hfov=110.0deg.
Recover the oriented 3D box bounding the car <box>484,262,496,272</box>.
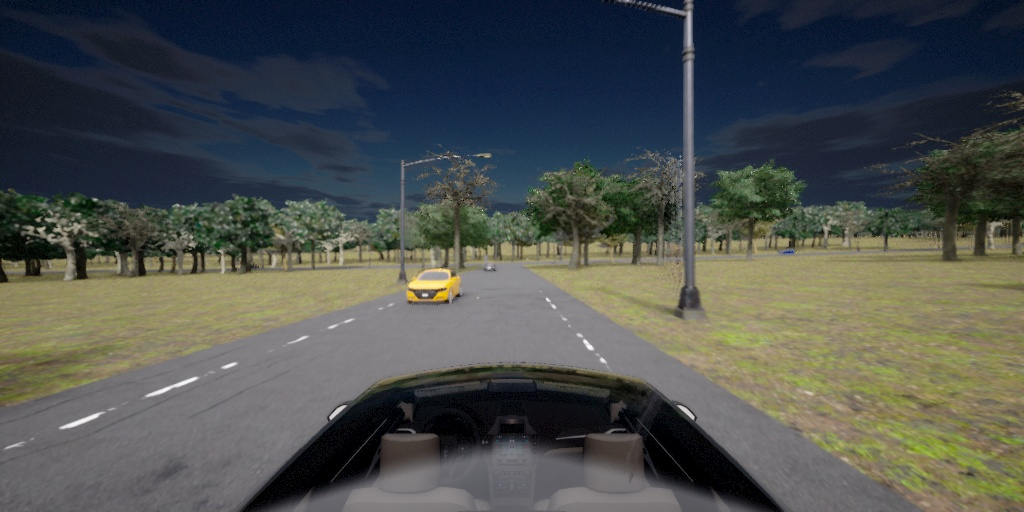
[{"bbox_3d":[-3.557,1.765,58.354,2.128,1.511,4.902,0,-1,1],"label":"car"}]

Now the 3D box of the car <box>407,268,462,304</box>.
[{"bbox_3d":[-3.602,1.366,17.338,1.882,1.535,5.008,0,-1,0],"label":"car"}]
